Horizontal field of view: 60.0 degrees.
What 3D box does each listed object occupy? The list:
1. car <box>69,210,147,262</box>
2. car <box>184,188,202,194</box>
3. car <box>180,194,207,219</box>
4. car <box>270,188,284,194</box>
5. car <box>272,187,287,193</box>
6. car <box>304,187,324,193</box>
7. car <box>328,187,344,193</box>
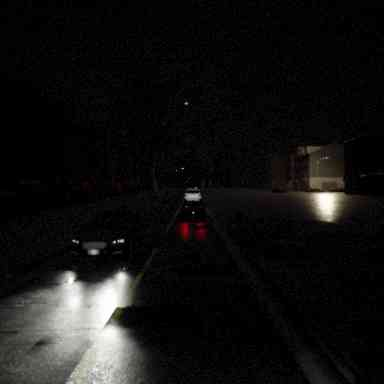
[{"bbox_3d":[-2.785,1.431,11.925,2.128,1.511,4.902,0,0,0],"label":"car"},{"bbox_3d":[0.108,0.537,43.264,2.150,2.045,5.566,0,2,0],"label":"car"},{"bbox_3d":[0.103,1.221,25.988,2.128,1.511,4.902,0,1,0],"label":"car"},{"bbox_3d":[18.819,-0.300,73.493,1.947,1.339,4.313,1,1,0],"label":"car"},{"bbox_3d":[18.807,-0.435,70.567,1.802,1.307,4.206,1,1,0],"label":"car"},{"bbox_3d":[26.578,-0.350,72.292,4.206,1.307,1.802,-1,1,0],"label":"car"},{"bbox_3d":[31.841,-0.415,72.290,4.313,1.339,1.947,-1,1,0],"label":"car"}]
